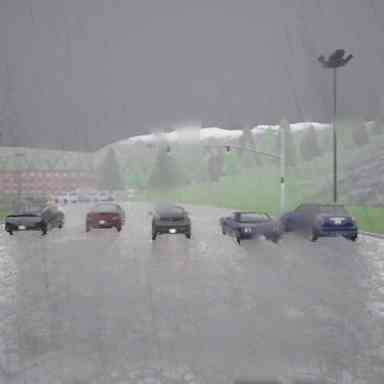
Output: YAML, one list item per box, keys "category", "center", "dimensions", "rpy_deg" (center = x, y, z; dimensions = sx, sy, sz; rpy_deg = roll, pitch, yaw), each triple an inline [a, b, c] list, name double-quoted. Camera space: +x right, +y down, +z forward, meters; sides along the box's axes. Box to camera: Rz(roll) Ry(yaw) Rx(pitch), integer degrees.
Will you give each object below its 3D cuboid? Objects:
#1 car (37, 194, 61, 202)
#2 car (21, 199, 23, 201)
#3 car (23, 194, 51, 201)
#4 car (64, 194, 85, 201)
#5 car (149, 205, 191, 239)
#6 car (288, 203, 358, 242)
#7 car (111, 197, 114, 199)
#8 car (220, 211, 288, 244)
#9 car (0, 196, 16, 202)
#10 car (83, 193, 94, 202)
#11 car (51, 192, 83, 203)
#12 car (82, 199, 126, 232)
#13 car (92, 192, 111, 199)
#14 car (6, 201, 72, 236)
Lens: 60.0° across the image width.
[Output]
- category: "car"
  center: [-30.210, 1.260, 70.385]
  dimensions: [5.008, 1.535, 1.882]
  rpy_deg: [0, 0, 26]
- category: "car"
  center: [-32.194, 1.343, 67.458]
  dimensions: [5.357, 1.411, 2.033]
  rpy_deg: [0, 0, 22]
- category: "car"
  center: [-28.405, 1.395, 61.197]
  dimensions: [4.674, 1.442, 1.812]
  rpy_deg: [0, 0, 33]
- category: "car"
  center: [-26.992, 1.268, 76.601]
  dimensions: [4.674, 1.442, 1.812]
  rpy_deg: [0, 0, 26]
- category: "car"
  center: [-1.157, 1.458, 17.147]
  dimensions: [1.837, 1.490, 4.892]
  rpy_deg: [0, 0, -7]
- category: "car"
  center: [5.982, 1.296, 16.260]
  dimensions: [2.097, 1.767, 4.553]
  rpy_deg: [0, 0, -6]
- category: "car"
  center: [-18.688, 1.378, 71.441]
  dimensions: [4.181, 1.385, 1.994]
  rpy_deg: [0, 0, 36]
- category: "car"
  center: [2.580, 1.552, 15.585]
  dimensions: [1.895, 1.301, 4.718]
  rpy_deg: [0, 0, -6]
- category: "car"
  center: [-37.290, 1.464, 65.802]
  dimensions: [4.718, 1.301, 1.895]
  rpy_deg: [0, 0, 19]
- category: "car"
  center: [-21.758, 1.408, 64.970]
  dimensions: [4.181, 1.385, 1.994]
  rpy_deg: [0, 0, 36]
- category: "car"
  center: [-23.283, 1.082, 61.696]
  dimensions: [5.566, 2.045, 2.150]
  rpy_deg: [0, 0, 40]
- category: "car"
  center: [-5.050, 1.428, 19.885]
  dimensions: [1.882, 1.535, 5.008]
  rpy_deg: [0, 0, -8]
- category: "car"
  center: [-19.636, 1.063, 67.730]
  dimensions: [5.566, 2.045, 2.150]
  rpy_deg: [0, 0, 36]
- category: "car"
  center: [-8.333, 1.453, 18.097]
  dimensions: [2.128, 1.511, 4.902]
  rpy_deg: [0, 0, -8]
